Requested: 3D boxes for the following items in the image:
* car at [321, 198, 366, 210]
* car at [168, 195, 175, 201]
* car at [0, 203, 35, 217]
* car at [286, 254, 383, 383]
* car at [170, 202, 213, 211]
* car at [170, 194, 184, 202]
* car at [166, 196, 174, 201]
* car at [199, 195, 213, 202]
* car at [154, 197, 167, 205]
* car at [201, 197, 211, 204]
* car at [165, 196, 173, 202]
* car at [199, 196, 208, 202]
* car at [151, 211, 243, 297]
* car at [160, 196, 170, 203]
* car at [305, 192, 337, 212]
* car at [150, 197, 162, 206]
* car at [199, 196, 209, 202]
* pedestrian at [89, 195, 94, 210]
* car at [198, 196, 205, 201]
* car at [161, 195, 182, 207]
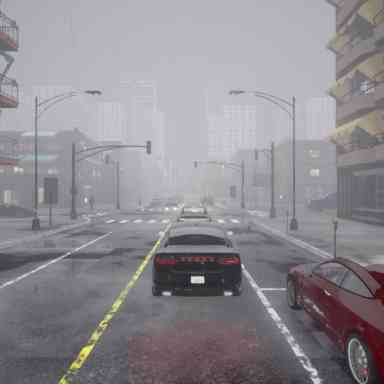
[{"bbox_3d":[17.504,1.378,38.489,4.313,1.339,1.947,-1,0,0],"label":"car"},{"bbox_3d":[-5.652,1.639,92.681,1.752,1.417,4.829,0,0,0],"label":"car"},{"bbox_3d":[-17.547,1.766,32.703,4.181,1.385,1.994,-1,0,0],"label":"car"},{"bbox_3d":[2.694,1.583,4.944,1.802,1.307,4.206,0,0,0],"label":"car"},{"bbox_3d":[0.108,1.499,17.854,2.128,1.511,4.902,0,0,0],"label":"car"},{"bbox_3d":[-3.029,1.581,62.685,1.812,1.442,4.674,0,0,0],"label":"car"},{"bbox_3d":[-5.654,1.683,87.326,1.802,1.307,4.206,0,0,0],"label":"car"},{"bbox_3d":[2.716,1.365,59.697,2.192,1.841,5.009,0,0,0],"label":"car"},{"bbox_3d":[-5.665,1.616,59.700,1.947,1.339,4.313,0,0,0],"label":"car"},{"bbox_3d":[2.718,1.624,65.222,1.947,1.339,4.313,0,0,0],"label":"car"},{"bbox_3d":[-5.656,1.671,81.802,1.802,1.307,4.206,0,0,0],"label":"car"},{"bbox_3d":[2.724,1.640,81.798,2.008,1.369,4.403,0,0,0],"label":"car"},{"bbox_3d":[0.103,1.480,8.653,1.882,1.535,5.008,0,0,0],"label":"car"},{"bbox_3d":[-5.660,1.593,70.581,1.752,1.417,4.829,0,0,0],"label":"car"},{"bbox_3d":[15.185,1.052,35.908,5.566,2.045,2.150,-1,0,0],"label":"car"},{"bbox_3d":[-5.755,1.586,54.178,1.887,1.381,4.507,0,0,0],"label":"car"},{"bbox_3d":[2.722,1.644,76.273,1.947,1.339,4.313,0,0,0],"label":"car"},{"bbox_3d":[-12.495,1.311,41.439,0.375,1.860,0.375,0,0,0],"label":"pedestrian"},{"bbox_3d":[2.729,1.696,92.848,1.802,1.307,4.206,0,0,0],"label":"car"},{"bbox_3d":[-3.070,1.584,51.139,2.033,1.411,5.357,0,0,0],"label":"car"}]
